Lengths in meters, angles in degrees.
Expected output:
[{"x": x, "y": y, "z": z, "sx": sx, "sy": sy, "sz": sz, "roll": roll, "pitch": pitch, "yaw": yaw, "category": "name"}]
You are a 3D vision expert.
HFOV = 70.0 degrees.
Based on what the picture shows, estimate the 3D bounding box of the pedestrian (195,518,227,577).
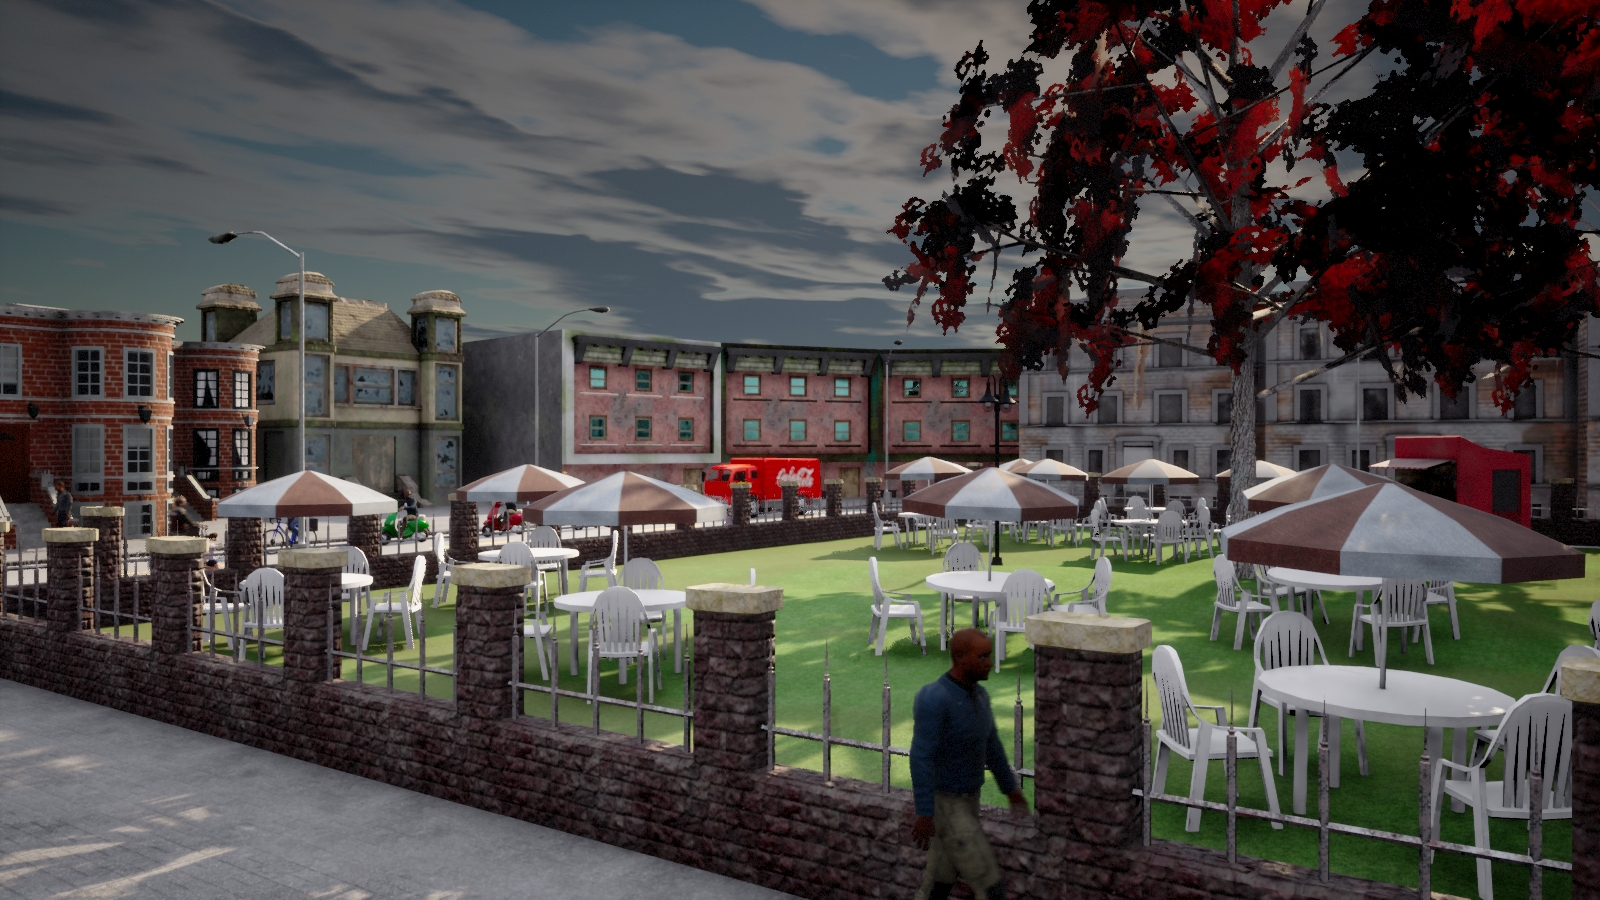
[{"x": -11.456, "y": 1.888, "z": 22.225, "sx": 0.500, "sy": 1.100, "sz": 0.500, "roll": 0, "pitch": 0, "yaw": -33, "category": "pedestrian"}]

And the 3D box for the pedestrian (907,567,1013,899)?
[{"x": 0.773, "y": 1.523, "z": 5.509, "sx": 0.375, "sy": 1.860, "sz": 0.375, "roll": 0, "pitch": 0, "yaw": 35, "category": "pedestrian"}]

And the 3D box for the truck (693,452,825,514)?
[{"x": -1.684, "y": 1.343, "z": 48.165, "sx": 2.627, "sy": 2.467, "sz": 5.204, "roll": 0, "pitch": 0, "yaw": 43, "category": "truck"}]

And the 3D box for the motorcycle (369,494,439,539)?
[{"x": -11.759, "y": 1.950, "z": 33.969, "sx": 0.856, "sy": 1.236, "sz": 1.805, "roll": 0, "pitch": 0, "yaw": 35, "category": "motorcycle"}]

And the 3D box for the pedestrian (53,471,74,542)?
[{"x": -19.827, "y": 1.511, "z": 30.739, "sx": 0.375, "sy": 1.860, "sz": 0.375, "roll": 0, "pitch": 0, "yaw": 39, "category": "pedestrian"}]
